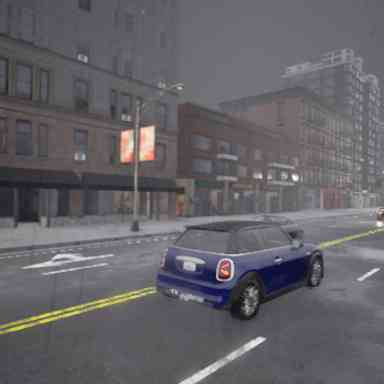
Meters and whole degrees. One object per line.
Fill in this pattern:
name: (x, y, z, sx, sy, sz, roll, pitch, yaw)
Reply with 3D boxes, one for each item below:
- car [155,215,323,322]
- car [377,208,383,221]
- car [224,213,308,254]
car: (1.367, 1.461, 7.839, 2.097, 1.767, 4.553, 0, -1, 42)
car: (20.961, 2.090, 34.699, 2.097, 1.767, 4.553, 0, -1, 42)
car: (3.539, 1.792, 15.418, 1.994, 1.385, 4.181, 0, -1, 42)
